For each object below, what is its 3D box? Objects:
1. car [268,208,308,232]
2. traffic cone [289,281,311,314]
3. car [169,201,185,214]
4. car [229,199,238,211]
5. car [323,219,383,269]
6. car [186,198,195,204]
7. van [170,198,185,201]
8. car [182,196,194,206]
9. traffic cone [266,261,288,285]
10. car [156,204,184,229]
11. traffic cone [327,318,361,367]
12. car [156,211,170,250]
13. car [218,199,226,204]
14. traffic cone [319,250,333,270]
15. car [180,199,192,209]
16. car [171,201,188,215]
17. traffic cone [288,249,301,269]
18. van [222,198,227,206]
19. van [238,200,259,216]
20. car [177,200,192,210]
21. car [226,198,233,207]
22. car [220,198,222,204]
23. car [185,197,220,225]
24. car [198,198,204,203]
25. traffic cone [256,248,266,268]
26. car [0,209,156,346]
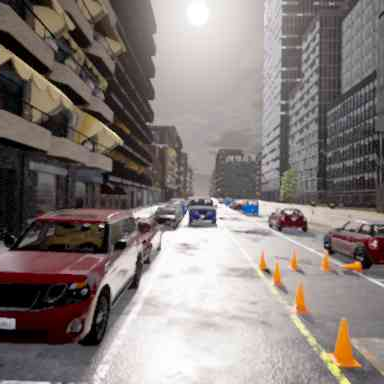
[{"bbox_3d":[6.543,1.786,23.111,1.967,1.590,4.097,2,0,1],"label":"car"},{"bbox_3d":[2.153,2.061,6.613,0.340,0.580,0.340,1,0,1],"label":"traffic cone"},{"bbox_3d":[-1.702,1.761,28.883,2.008,1.369,4.403,2,0,1],"label":"car"},{"bbox_3d":[7.213,2.184,50.948,1.802,1.307,4.206,2,0,1],"label":"car"},{"bbox_3d":[6.272,1.684,11.974,1.967,1.590,4.097,2,0,1],"label":"car"},{"bbox_3d":[-0.351,2.273,84.561,1.887,1.381,4.507,2,0,1],"label":"car"},{"bbox_3d":[-1.559,1.603,34.453,1.690,1.788,3.998,2,0,1],"label":"van"},{"bbox_3d":[-0.747,1.886,67.860,2.192,1.841,5.009,2,0,1],"label":"car"},{"bbox_3d":[2.201,2.079,8.612,0.340,0.580,0.340,1,0,1],"label":"traffic cone"},{"bbox_3d":[-1.838,1.725,23.315,1.947,1.339,4.313,2,0,1],"label":"car"},{"bbox_3d":[2.104,2.043,4.614,0.340,0.580,0.340,1,0,1],"label":"traffic cone"},{"bbox_3d":[-2.108,1.602,12.180,1.887,1.381,4.507,2,0,1],"label":"car"},{"bbox_3d":[8.159,2.513,89.923,1.887,1.381,4.507,2,0,1],"label":"car"},{"bbox_3d":[4.248,2.142,10.563,0.340,0.580,0.340,1,0,1],"label":"traffic cone"},{"bbox_3d":[-1.030,1.991,56.553,1.752,1.417,4.829,2,0,1],"label":"car"},{"bbox_3d":[-1.435,1.836,39.850,1.752,1.417,4.829,2,0,1],"label":"car"},{"bbox_3d":[3.249,2.120,10.588,0.340,0.580,0.340,1,0,1],"label":"traffic cone"},{"bbox_3d":[7.627,2.099,67.654,1.690,1.788,3.998,2,0,1],"label":"van"},{"bbox_3d":[6.952,1.841,39.815,1.690,1.788,3.998,2,0,1],"label":"van"},{"bbox_3d":[-1.161,1.966,51.154,2.008,1.369,4.403,2,0,1],"label":"car"},{"bbox_3d":[7.354,2.181,56.686,1.752,1.417,4.829,2,0,1],"label":"car"},{"bbox_3d":[8.029,2.442,84.525,1.752,1.417,4.829,2,0,1],"label":"car"},{"bbox_3d":[0.846,1.474,27.090,2.150,2.045,5.566,1,-1,1],"label":"car"},{"bbox_3d":[2.524,2.393,92.629,1.812,1.442,4.674,1,-1,1],"label":"car"},{"bbox_3d":[2.249,2.097,10.612,0.340,0.580,0.340,1,0,1],"label":"traffic cone"},{"bbox_3d":[-2.234,1.322,6.613,2.192,1.841,5.009,2,0,1],"label":"car"}]
